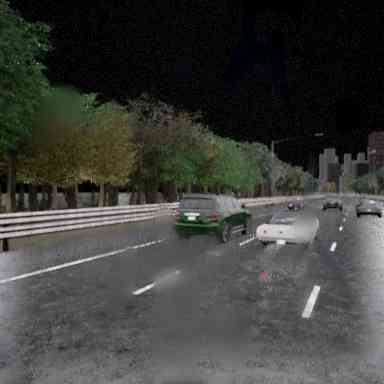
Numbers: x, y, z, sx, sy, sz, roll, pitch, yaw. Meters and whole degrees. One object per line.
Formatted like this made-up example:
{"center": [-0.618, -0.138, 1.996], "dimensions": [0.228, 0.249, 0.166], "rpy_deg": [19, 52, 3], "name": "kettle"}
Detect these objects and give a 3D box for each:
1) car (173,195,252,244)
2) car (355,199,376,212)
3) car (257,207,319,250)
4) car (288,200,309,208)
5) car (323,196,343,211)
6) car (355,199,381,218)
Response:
{"center": [1.158, 1.151, 15.855], "dimensions": [2.150, 2.045, 5.566], "rpy_deg": [0, 0, 26], "name": "car"}
{"center": [20.484, 1.523, 39.388], "dimensions": [1.994, 1.385, 4.181], "rpy_deg": [0, 0, 26], "name": "car"}
{"center": [4.273, 1.539, 14.230], "dimensions": [1.895, 1.301, 4.718], "rpy_deg": [0, 0, 26], "name": "car"}
{"center": [12.633, 1.541, 39.138], "dimensions": [1.895, 1.301, 4.718], "rpy_deg": [0, 0, 26], "name": "car"}
{"center": [17.320, 1.307, 40.734], "dimensions": [2.097, 1.767, 4.553], "rpy_deg": [0, 0, 26], "name": "car"}
{"center": [16.048, 1.516, 30.290], "dimensions": [1.994, 1.385, 4.181], "rpy_deg": [0, 0, 26], "name": "car"}
